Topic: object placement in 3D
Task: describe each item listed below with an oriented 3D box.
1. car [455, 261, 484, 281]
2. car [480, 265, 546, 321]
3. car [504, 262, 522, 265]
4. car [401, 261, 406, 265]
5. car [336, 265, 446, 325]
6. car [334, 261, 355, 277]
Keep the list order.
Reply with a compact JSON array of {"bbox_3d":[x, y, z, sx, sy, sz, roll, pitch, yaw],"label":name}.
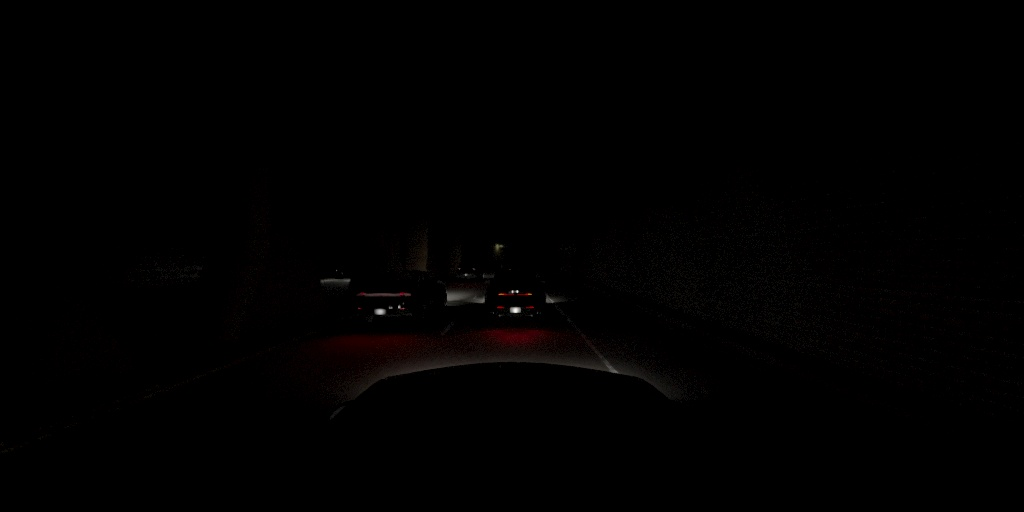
[{"bbox_3d":[-3.405,1.173,28.958,2.128,1.511,4.902,0,0,0],"label":"car"},{"bbox_3d":[0.098,1.228,12.294,1.837,1.490,4.892,0,0,0],"label":"car"},{"bbox_3d":[0.095,1.186,29.045,1.837,1.490,4.892,0,0,0],"label":"car"},{"bbox_3d":[-10.601,1.177,32.219,1.837,1.490,4.892,0,0,0],"label":"car"},{"bbox_3d":[-3.403,1.216,11.675,2.128,1.511,4.902,0,0,0],"label":"car"},{"bbox_3d":[-14.100,1.177,32.218,1.837,1.490,4.892,0,0,0],"label":"car"}]
